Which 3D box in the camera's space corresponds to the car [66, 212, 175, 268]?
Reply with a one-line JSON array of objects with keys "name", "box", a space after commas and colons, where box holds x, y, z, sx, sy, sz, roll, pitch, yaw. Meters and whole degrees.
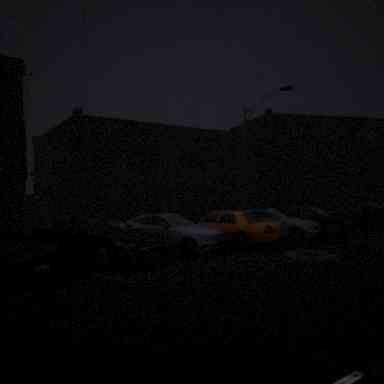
[{"name": "car", "box": [-3.290, 1.489, 11.260, 4.892, 1.521, 2.231, -1, -1, 34]}]

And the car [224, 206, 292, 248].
[{"name": "car", "box": [1.333, 1.488, 14.757, 5.366, 1.575, 1.946, -1, -1, 35]}]

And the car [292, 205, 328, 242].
[{"name": "car", "box": [3.877, 1.529, 16.364, 4.674, 1.452, 2.002, -1, -1, 34]}]

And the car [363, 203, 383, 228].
[{"name": "car", "box": [11.040, 1.492, 21.469, 4.892, 1.521, 2.231, -1, -1, 34]}]

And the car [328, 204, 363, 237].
[{"name": "car", "box": [6.262, 1.491, 18.072, 4.892, 1.521, 2.231, -1, -1, 34]}]

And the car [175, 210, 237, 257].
[{"name": "car", "box": [-0.900, 1.528, 12.955, 4.674, 1.452, 2.002, -1, -1, 35]}]

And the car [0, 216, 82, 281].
[{"name": "car", "box": [-5.650, 1.516, 9.530, 4.792, 1.488, 2.163, -1, -1, 35]}]
